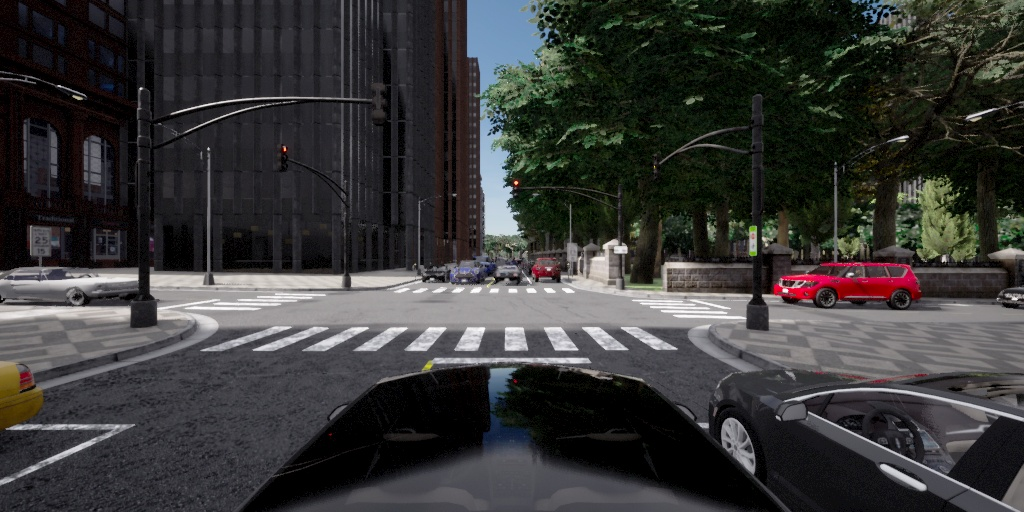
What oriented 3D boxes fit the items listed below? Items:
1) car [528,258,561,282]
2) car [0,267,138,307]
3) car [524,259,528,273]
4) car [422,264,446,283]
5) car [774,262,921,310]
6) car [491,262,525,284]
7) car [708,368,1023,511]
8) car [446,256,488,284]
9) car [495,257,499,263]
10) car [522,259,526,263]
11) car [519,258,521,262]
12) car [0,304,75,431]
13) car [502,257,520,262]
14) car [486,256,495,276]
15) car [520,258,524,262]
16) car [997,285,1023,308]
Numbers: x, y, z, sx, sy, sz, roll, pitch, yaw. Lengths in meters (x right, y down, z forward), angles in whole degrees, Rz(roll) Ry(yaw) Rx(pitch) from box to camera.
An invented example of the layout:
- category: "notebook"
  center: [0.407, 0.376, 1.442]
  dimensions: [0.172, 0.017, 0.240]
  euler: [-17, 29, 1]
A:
- category: "car"
  center: [2.673, 1.075, 28.450]
  dimensions: [2.192, 1.841, 5.009]
  euler: [0, 0, 0]
- category: "car"
  center: [-16.479, 1.068, 13.152]
  dimensions: [4.718, 1.301, 1.895]
  euler: [1, 0, -1]
- category: "car"
  center: [2.636, 1.338, 39.362]
  dimensions: [1.948, 1.339, 4.313]
  euler: [0, 0, 0]
- category: "car"
  center: [-5.852, 1.326, 28.411]
  dimensions: [1.948, 1.339, 4.313]
  euler: [0, 0, 0]
- category: "car"
  center: [15.441, 1.314, 16.638]
  dimensions: [5.566, 2.045, 2.150]
  euler: [1, 0, -1]
- category: "car"
  center: [-0.236, 1.360, 27.252]
  dimensions: [1.895, 1.301, 4.718]
  euler: [0, 0, 3]
- category: "car"
  center: [2.764, 1.300, 1.785]
  dimensions: [2.007, 1.370, 4.403]
  euler: [0, 0, 0]
- category: "car"
  center: [-3.248, 1.111, 26.848]
  dimensions: [2.097, 1.767, 4.553]
  euler: [0, 0, 1]
- category: "car"
  center: [-3.249, 1.136, 50.102]
  dimensions: [2.097, 1.767, 4.553]
  euler: [0, 0, 0]
- category: "car"
  center: [2.618, 1.329, 44.818]
  dimensions: [2.007, 1.370, 4.403]
  euler: [0, 0, 0]
- category: "car"
  center: [2.581, 1.231, 55.732]
  dimensions: [1.967, 1.591, 4.097]
  euler: [0, 0, 0]
- category: "car"
  center: [-5.760, 1.275, 1.577]
  dimensions: [1.751, 1.417, 4.829]
  euler: [0, 0, 0]
- category: "car"
  center: [-0.139, 1.146, 58.797]
  dimensions: [2.097, 1.767, 4.553]
  euler: [0, 0, 0]
- category: "car"
  center: [-3.216, 0.989, 37.098]
  dimensions: [2.150, 2.045, 5.566]
  euler: [0, 0, 0]
- category: "car"
  center: [2.599, 1.335, 50.275]
  dimensions: [2.007, 1.370, 4.403]
  euler: [0, 0, 0]
- category: "car"
  center: [25.863, 1.811, 16.727]
  dimensions: [4.892, 1.490, 1.837]
  euler: [1, 0, 0]
